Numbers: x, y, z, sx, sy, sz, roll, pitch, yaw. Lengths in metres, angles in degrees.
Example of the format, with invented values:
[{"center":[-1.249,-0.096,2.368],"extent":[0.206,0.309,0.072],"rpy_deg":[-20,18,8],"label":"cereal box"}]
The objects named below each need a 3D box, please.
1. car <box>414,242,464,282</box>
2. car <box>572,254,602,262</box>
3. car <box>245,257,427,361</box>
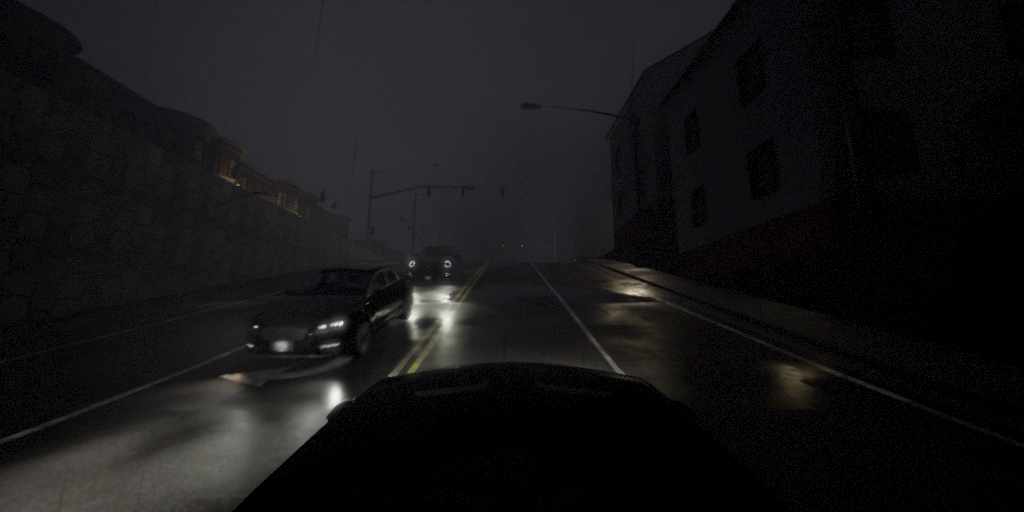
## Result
[{"center":[-3.655,0.236,17.783],"extent":[2.097,1.767,4.553],"rpy_deg":[0,4,0],"label":"car"},{"center":[9.620,0.920,41.338],"extent":[5.566,2.045,2.150],"rpy_deg":[1,-11,-4],"label":"car"},{"center":[-3.621,1.005,8.056],"extent":[2.128,1.511,4.902],"rpy_deg":[0,4,0],"label":"car"}]
